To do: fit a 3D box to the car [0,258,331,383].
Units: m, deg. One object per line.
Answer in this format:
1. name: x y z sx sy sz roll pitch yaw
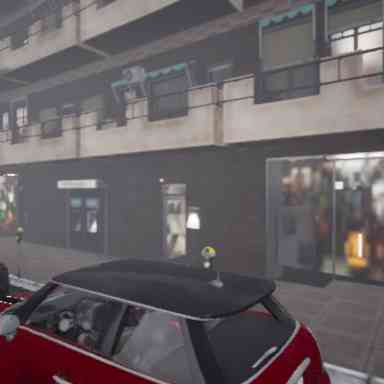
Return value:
1. car: -0.844 1.453 3.470 4.097 1.590 1.967 0 0 35
